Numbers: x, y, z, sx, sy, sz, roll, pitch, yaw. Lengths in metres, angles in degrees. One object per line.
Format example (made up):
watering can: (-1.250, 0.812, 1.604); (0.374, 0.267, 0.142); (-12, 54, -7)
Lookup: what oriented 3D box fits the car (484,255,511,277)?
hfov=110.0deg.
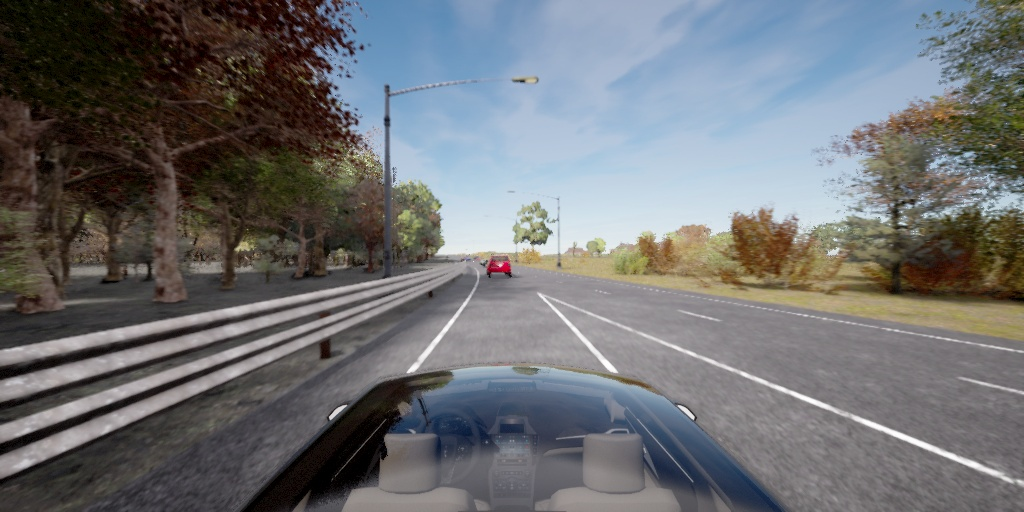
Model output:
car: (-1.303, 0.922, 34.535); (2.150, 2.045, 5.566); (0, 0, -6)

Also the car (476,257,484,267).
car: (-4.596, 1.195, 60.932); (1.895, 1.301, 4.718); (0, 0, -10)
